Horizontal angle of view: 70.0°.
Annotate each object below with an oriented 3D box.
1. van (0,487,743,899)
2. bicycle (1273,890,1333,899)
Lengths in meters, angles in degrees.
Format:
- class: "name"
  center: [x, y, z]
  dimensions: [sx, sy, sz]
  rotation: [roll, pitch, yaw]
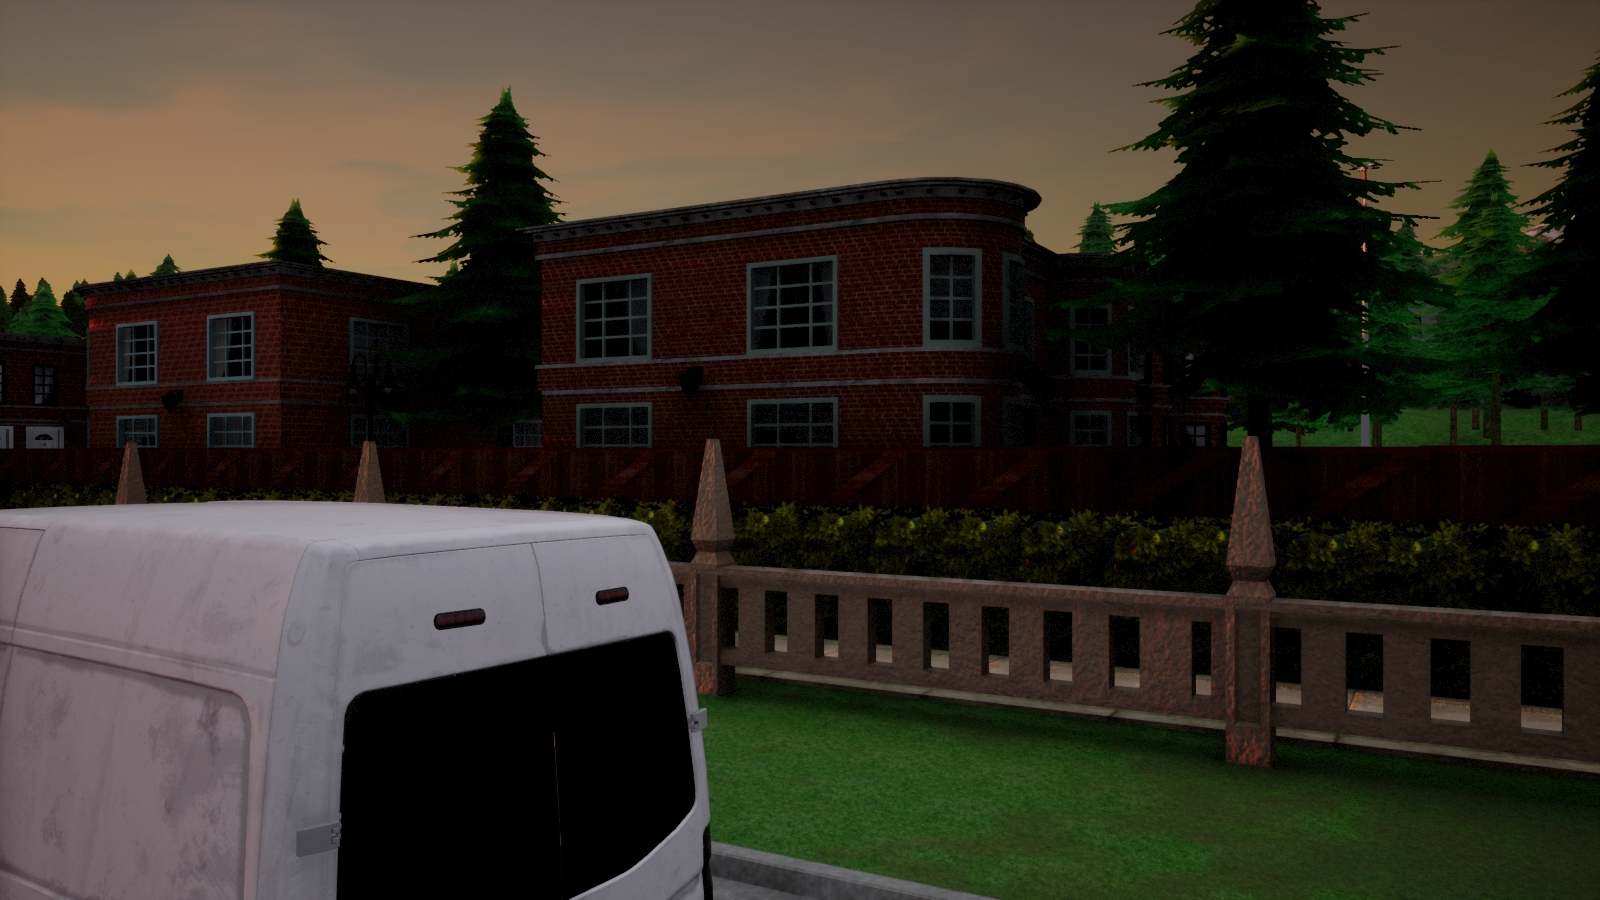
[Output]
- class: "van"
  center: [-3.240, 1.534, 5.467]
  dimensions: [5.915, 2.561, 1.988]
  rotation: [0, 0, 34]
- class: "bicycle"
  center: [2.143, 2.060, 2.830]
  dimensions: [1.835, 1.471, 0.329]
  rotation: [0, 0, 30]
